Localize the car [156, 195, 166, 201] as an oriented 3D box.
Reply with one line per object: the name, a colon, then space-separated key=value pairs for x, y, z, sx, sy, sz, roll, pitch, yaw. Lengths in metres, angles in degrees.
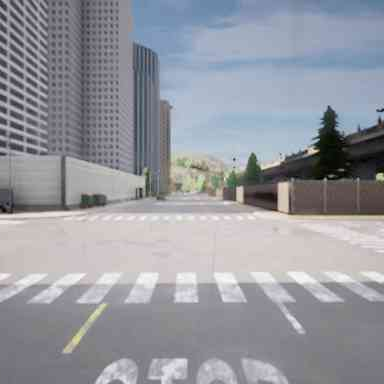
car: x=-7.014 y=1.402 z=74.957 sx=1.895 sy=1.301 sz=4.718 roll=0 pitch=0 yaw=0
